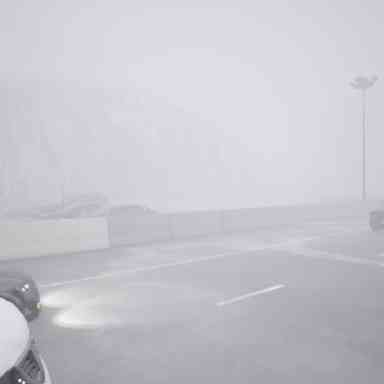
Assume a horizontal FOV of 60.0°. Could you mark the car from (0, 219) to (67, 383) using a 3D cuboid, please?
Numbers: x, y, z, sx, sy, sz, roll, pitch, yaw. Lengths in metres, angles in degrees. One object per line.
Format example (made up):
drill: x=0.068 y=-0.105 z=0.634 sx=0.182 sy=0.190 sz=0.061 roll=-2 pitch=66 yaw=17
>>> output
car: x=-3.519 y=1.249 z=1.249 sx=5.566 sy=2.045 sz=2.150 roll=-1 pitch=0 yaw=-36

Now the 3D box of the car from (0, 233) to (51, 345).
car: x=-4.539 y=1.577 z=4.876 sx=4.181 sy=1.385 sz=1.994 roll=-1 pitch=1 yaw=-36

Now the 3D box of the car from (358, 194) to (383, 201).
car: x=26.574 y=0.989 z=48.682 sx=4.181 sy=1.385 sz=1.994 roll=-1 pitch=1 yaw=-40

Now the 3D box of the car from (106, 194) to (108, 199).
car: x=-8.583 y=1.138 z=24.007 sx=5.566 sy=2.045 sz=2.150 roll=-1 pitch=1 yaw=-39

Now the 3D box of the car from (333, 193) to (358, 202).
car: x=24.322 y=0.885 z=51.362 sx=4.892 sy=1.490 sz=1.837 roll=-1 pitch=1 yaw=-40

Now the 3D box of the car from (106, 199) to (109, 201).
car: x=-7.007 y=1.429 z=20.801 sx=4.892 sy=1.490 sz=1.837 roll=-1 pitch=1 yaw=-38

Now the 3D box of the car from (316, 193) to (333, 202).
car: x=22.072 y=0.950 z=54.043 sx=4.892 sy=1.490 sz=1.837 roll=-1 pitch=1 yaw=-40

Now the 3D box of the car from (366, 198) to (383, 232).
car: x=11.005 y=1.243 z=17.228 sx=5.008 sy=1.535 sz=1.882 roll=-1 pitch=0 yaw=-40

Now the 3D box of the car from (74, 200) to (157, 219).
car: x=-4.168 y=1.415 z=18.588 sx=4.892 sy=1.490 sz=1.837 roll=-1 pitch=1 yaw=-39
